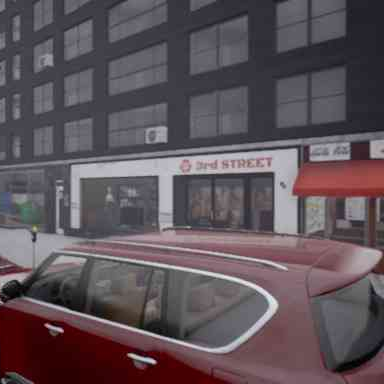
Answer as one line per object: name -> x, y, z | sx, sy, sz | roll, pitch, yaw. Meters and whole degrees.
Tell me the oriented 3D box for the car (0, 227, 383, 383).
car -> -0.518, 1.325, 3.514 | 5.009, 1.841, 2.192 | -1, 1, 36
